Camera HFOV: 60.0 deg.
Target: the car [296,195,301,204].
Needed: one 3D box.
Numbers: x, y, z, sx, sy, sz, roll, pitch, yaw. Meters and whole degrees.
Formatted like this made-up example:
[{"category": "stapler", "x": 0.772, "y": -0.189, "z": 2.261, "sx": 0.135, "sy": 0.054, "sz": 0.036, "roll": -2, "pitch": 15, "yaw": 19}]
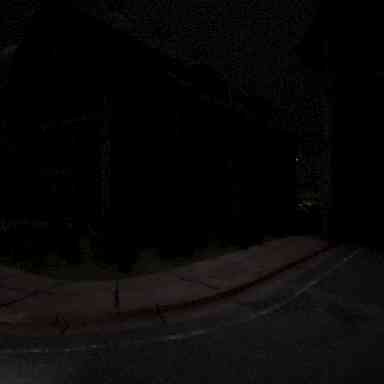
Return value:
[{"category": "car", "x": 20.696, "y": 1.532, "z": 67.148, "sx": 1.905, "sy": 1.878, "sz": 3.866, "roll": 0, "pitch": 0, "yaw": 36}]
